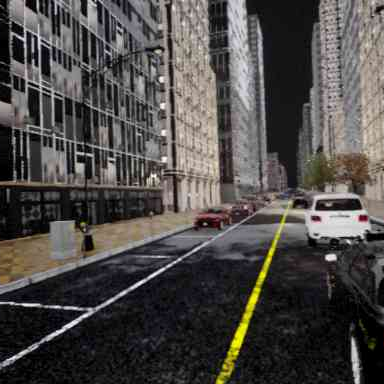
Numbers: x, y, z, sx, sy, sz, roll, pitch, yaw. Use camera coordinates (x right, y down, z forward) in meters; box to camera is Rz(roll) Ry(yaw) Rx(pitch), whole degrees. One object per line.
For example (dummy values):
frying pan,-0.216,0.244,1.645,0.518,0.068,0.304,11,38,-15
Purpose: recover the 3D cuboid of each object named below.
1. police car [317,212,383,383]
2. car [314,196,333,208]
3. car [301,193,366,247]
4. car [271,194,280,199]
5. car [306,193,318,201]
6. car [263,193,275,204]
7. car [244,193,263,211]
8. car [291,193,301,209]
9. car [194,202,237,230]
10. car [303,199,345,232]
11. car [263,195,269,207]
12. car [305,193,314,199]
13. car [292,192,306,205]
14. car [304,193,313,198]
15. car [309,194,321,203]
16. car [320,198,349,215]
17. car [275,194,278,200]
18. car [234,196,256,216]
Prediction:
police car,3.091,1.339,4.799,1.930,1.638,5.238,-2,0,17
car,16.126,1.210,40.940,1.802,1.307,4.206,-2,0,17
car,6.008,1.088,14.279,2.150,2.045,5.566,-2,0,17
car,23.183,1.157,92.234,1.947,1.339,4.313,-2,0,17
car,24.488,1.001,68.053,1.947,1.339,4.313,-2,0,17
car,13.139,1.159,59.695,2.192,1.841,5.009,-2,0,17
car,6.447,1.306,38.002,2.192,1.841,5.009,-2,0,17
car,13.264,1.245,40.746,1.837,1.490,4.892,-2,0,18
car,1.434,1.634,21.730,1.887,1.381,4.507,-2,0,17
car,7.778,1.308,19.982,1.882,1.535,5.008,-2,0,17
car,9.801,1.502,48.846,1.802,1.307,4.206,-2,0,17
car,27.833,0.895,78.899,1.887,1.381,4.507,-2,0,17
car,17.069,1.008,53.170,2.097,1.767,4.553,-2,0,17
car,29.506,0.889,84.319,1.802,1.307,4.206,-2,0,17
car,21.192,1.040,57.370,1.752,1.417,4.829,-2,0,17
car,12.780,1.262,30.096,1.947,1.339,4.313,-2,0,17
car,16.488,1.203,70.541,1.967,1.590,4.097,-2,0,17
car,4.778,1.465,32.578,1.967,1.590,4.097,-2,0,17
